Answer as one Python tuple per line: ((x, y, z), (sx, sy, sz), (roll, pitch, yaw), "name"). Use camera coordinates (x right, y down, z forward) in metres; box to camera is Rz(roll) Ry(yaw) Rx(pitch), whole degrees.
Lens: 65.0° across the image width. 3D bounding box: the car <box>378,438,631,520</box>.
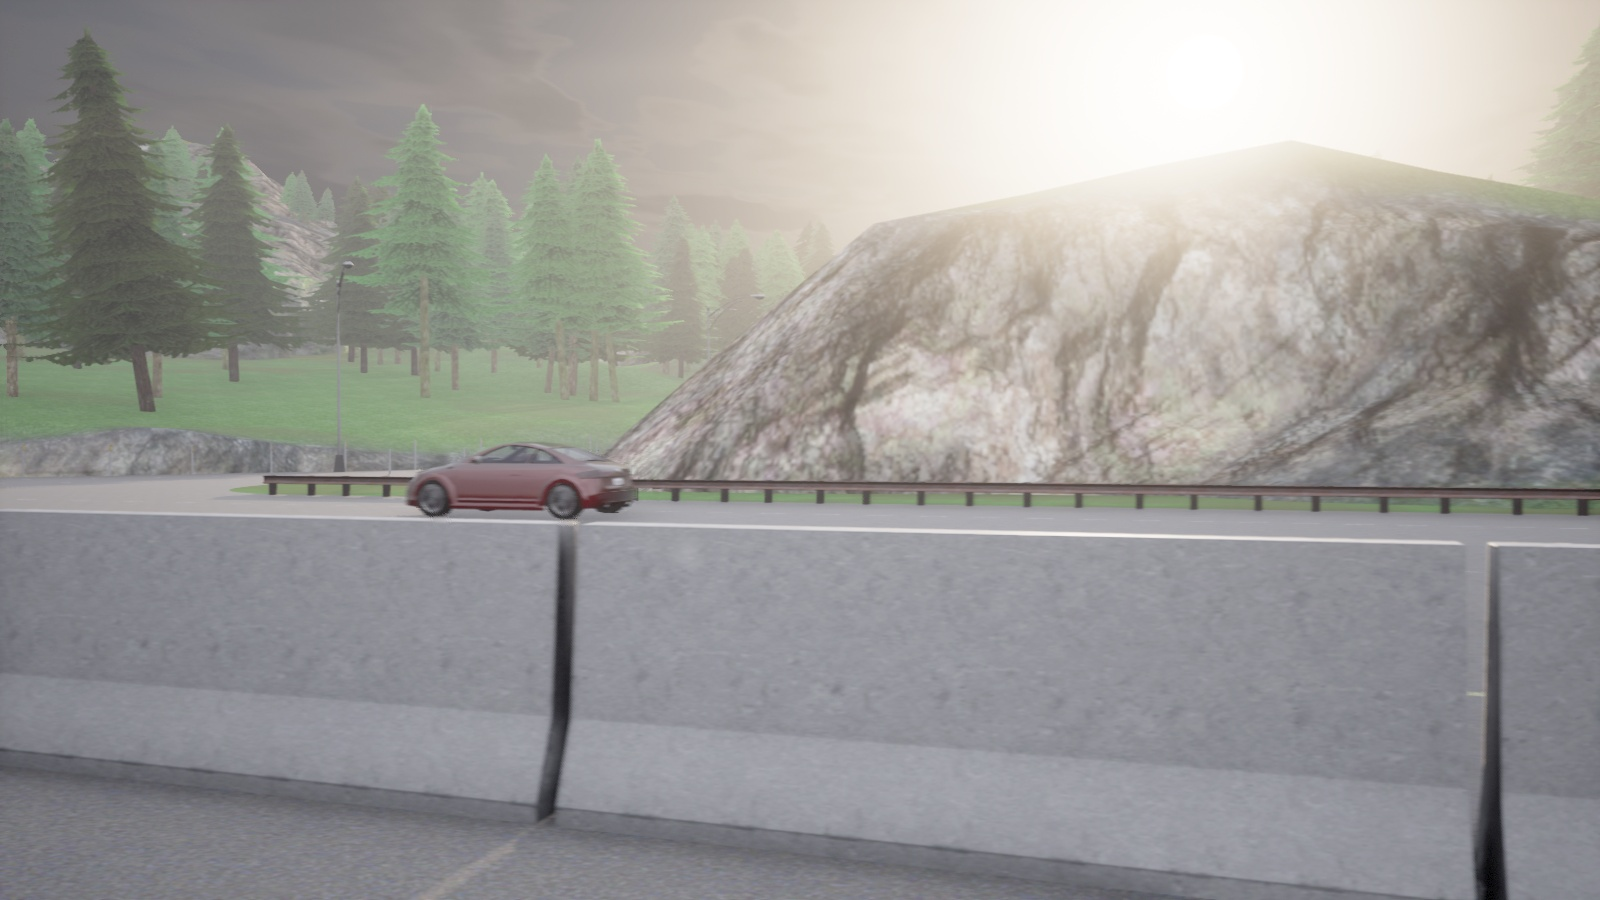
((-5.503, 0.493, 23.508), (4.181, 1.385, 1.994), (1, 1, 19), "car")
